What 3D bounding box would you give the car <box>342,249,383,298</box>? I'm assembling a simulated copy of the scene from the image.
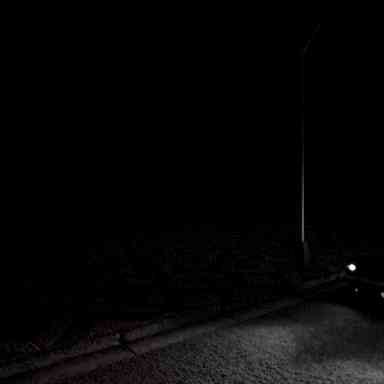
[{"bbox_3d":[5.378,1.602,7.431,4.718,1.301,1.895,0,0,-37],"label":"car"}]
